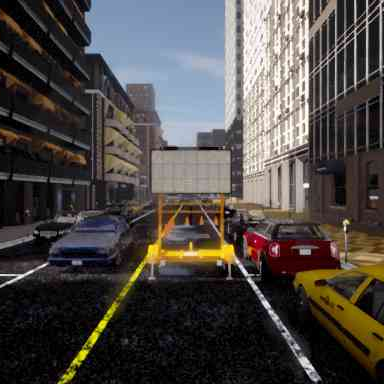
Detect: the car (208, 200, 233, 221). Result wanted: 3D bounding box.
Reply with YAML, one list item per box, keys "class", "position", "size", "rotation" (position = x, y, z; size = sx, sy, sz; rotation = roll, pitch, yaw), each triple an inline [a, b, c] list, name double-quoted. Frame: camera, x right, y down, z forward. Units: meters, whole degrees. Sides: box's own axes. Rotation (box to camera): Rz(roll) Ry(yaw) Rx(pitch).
- class: "car"
  position: [2.617, 1.569, 26.724]
  size: [1.947, 1.339, 4.313]
  rotation: [0, 0, 0]

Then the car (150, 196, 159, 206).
- class: "car"
  position: [-5.842, 1.460, 54.943]
  size: [1.967, 1.590, 4.097]
  rotation: [0, 0, 0]

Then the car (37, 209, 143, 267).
- class: "car"
  position: [-3.130, 1.547, 11.715]
  size: [2.033, 1.411, 5.357]
  rotation: [0, 0, 0]

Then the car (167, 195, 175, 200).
- class: "car"
  position: [-5.951, 1.610, 94.482]
  size: [2.008, 1.369, 4.403]
  rotation: [0, 0, 0]

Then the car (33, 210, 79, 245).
- class: "car"
  position: [-5.733, 1.551, 15.403]
  size: [2.008, 1.369, 4.403]
  rotation: [0, 0, 0]

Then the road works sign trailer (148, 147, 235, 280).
- class: "road works sign trailer"
  position: [-0.027, 0.464, 9.929]
  size: [2.380, 3.560, 2.880]
  rotation: [0, 0, 0]

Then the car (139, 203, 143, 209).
- class: "car"
  position: [-5.780, 1.531, 32.179]
  size: [1.752, 1.417, 4.829]
  rotation: [0, 0, 0]

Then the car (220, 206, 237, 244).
- class: "car"
  position: [2.647, 1.551, 15.427]
  size: [2.008, 1.369, 4.403]
  rotation: [0, 0, 0]

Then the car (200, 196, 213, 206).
- class: "car"
  position: [2.538, 1.565, 54.966]
  size: [1.887, 1.381, 4.507]
  rotation: [0, 0, 0]

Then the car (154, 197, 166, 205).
- class: "car"
  position: [-5.858, 1.606, 60.591]
  size: [1.802, 1.307, 4.206]
  rotation: [0, 0, 0]

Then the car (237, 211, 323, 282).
- class: "car"
  position: [2.663, 1.440, 9.777]
  size: [1.967, 1.590, 4.097]
  rotation: [0, 0, 0]

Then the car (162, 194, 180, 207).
- class: "car"
  position: [-3.148, 1.153, 53.799]
  size: [2.150, 2.045, 5.566]
  rotation: [0, 0, 0]

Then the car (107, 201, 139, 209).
- class: "car"
  position: [-5.765, 1.569, 26.700]
  size: [1.947, 1.339, 4.313]
  rotation: [0, 0, 0]

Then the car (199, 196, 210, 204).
- class: "car"
  position: [2.506, 1.580, 66.263]
  size: [2.008, 1.369, 4.403]
  rotation: [0, 0, 0]

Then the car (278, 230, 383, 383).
- class: "car"
  position: [2.678, 1.525, 4.300]
  size: [1.752, 1.417, 4.829]
  rotation: [0, 0, 0]
